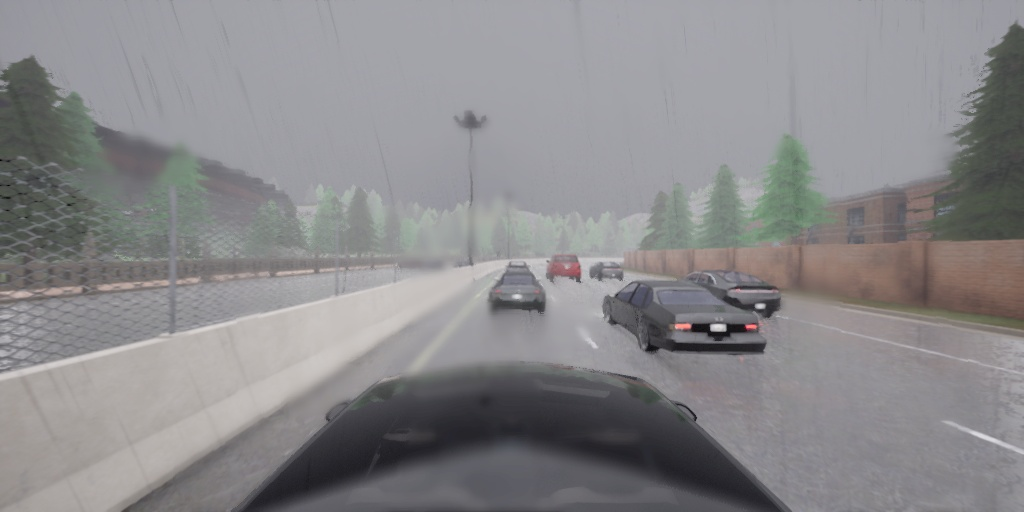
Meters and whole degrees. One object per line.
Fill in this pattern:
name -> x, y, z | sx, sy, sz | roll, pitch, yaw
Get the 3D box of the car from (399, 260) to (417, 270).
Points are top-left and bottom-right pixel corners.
car -> -12.979, 1.112, 46.801 | 1.895, 1.301, 4.718 | 0, 0, 5

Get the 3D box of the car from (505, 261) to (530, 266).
car -> 0.438, 1.144, 28.676 | 2.128, 1.511, 4.902 | 0, 0, 1

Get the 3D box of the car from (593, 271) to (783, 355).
car -> 3.642, 1.291, 8.761 | 2.033, 1.411, 5.357 | 0, 0, 1

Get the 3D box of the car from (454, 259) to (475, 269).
car -> -6.012, 1.117, 45.782 | 1.994, 1.385, 4.181 | 0, 0, 5

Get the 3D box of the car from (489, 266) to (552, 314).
car -> 0.229, 1.271, 13.548 | 1.994, 1.385, 4.181 | 0, 0, 1

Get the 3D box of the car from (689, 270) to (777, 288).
car -> 7.218, 1.239, 12.791 | 2.128, 1.511, 4.902 | 0, 0, 1

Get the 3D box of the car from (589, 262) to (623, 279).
car -> 7.437, 1.182, 28.579 | 2.128, 1.511, 4.902 | 0, 0, 1

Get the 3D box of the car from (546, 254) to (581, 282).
car -> 3.924, 0.895, 27.695 | 2.150, 2.045, 5.566 | 0, 0, 1

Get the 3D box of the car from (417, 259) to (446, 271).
car -> -9.696, 1.084, 44.717 | 2.033, 1.411, 5.357 | 0, 0, 4
